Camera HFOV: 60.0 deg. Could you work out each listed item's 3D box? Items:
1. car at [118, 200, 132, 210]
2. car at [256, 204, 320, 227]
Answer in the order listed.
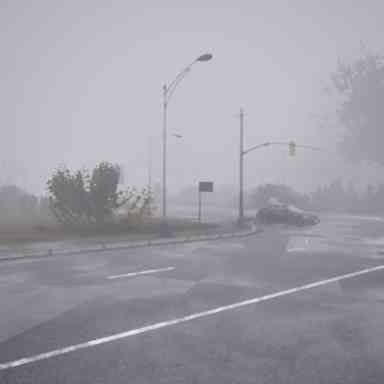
[{"bbox_3d":[-9.334,1.419,43.487,2.097,1.767,4.553,0,0,-39],"label":"car"},{"bbox_3d":[6.683,1.614,23.570,1.812,1.442,4.674,0,0,-39],"label":"car"}]
